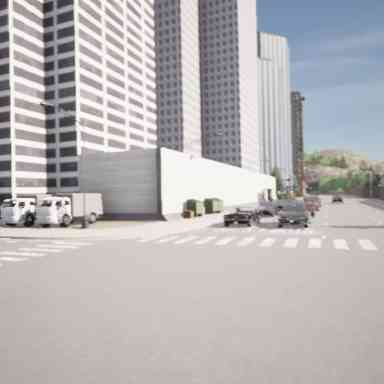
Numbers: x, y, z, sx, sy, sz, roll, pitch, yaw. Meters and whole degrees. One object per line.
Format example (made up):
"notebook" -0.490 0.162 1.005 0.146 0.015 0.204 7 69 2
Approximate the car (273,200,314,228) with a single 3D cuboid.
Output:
"car" 6.920 1.513 22.331 1.837 1.490 4.892 -2 0 22

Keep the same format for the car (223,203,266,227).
"car" 3.681 1.695 23.649 1.895 1.301 4.718 -2 -1 22

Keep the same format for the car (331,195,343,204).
"car" 27.184 1.386 62.300 1.837 1.490 4.892 -2 -1 22

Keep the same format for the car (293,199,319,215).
"car" 10.434 1.602 30.900 1.895 1.301 4.718 -2 -1 22

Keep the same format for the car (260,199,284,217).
"car" 7.299 1.634 32.479 2.033 1.411 5.357 -2 -1 22

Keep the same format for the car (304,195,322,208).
"car" 17.698 1.336 48.537 2.097 1.767 4.553 -2 -1 23

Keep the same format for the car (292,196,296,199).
"car" 14.935 1.421 50.991 2.097 1.767 4.553 -2 -1 23

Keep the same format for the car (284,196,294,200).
"car" 11.135 1.625 41.777 2.033 1.411 5.357 -2 -1 23

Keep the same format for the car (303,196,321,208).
"car" 13.846 1.345 39.201 2.097 1.767 4.553 -2 -1 22
